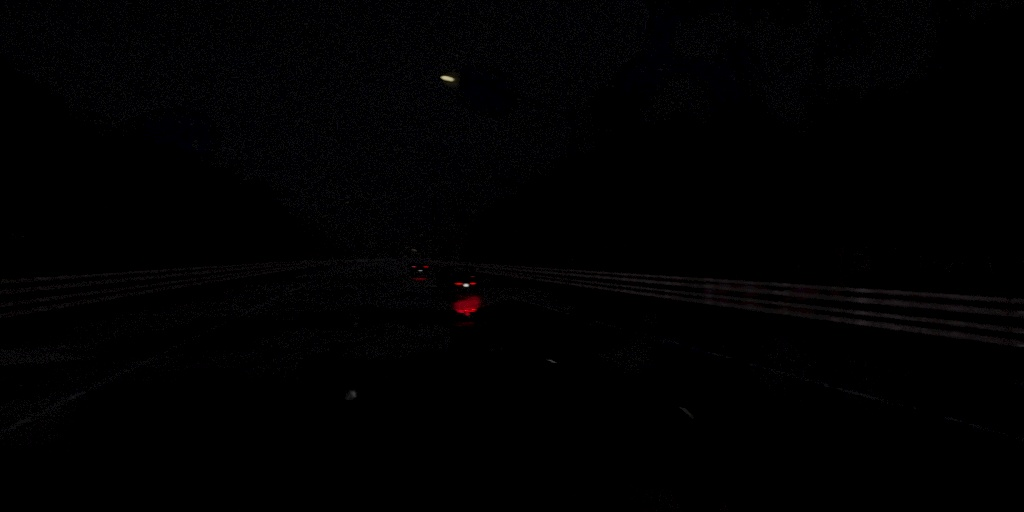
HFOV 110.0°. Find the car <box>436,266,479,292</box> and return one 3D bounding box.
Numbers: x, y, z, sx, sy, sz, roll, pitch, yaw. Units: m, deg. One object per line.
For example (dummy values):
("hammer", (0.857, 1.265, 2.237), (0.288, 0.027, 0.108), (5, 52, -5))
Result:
("car", (-3.384, 1.320, 21.831), (1.837, 1.490, 4.892), (1, 0, -22))

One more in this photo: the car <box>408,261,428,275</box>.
("car", (-10.833, 1.342, 41.469), (1.837, 1.490, 4.892), (1, 0, -20))
